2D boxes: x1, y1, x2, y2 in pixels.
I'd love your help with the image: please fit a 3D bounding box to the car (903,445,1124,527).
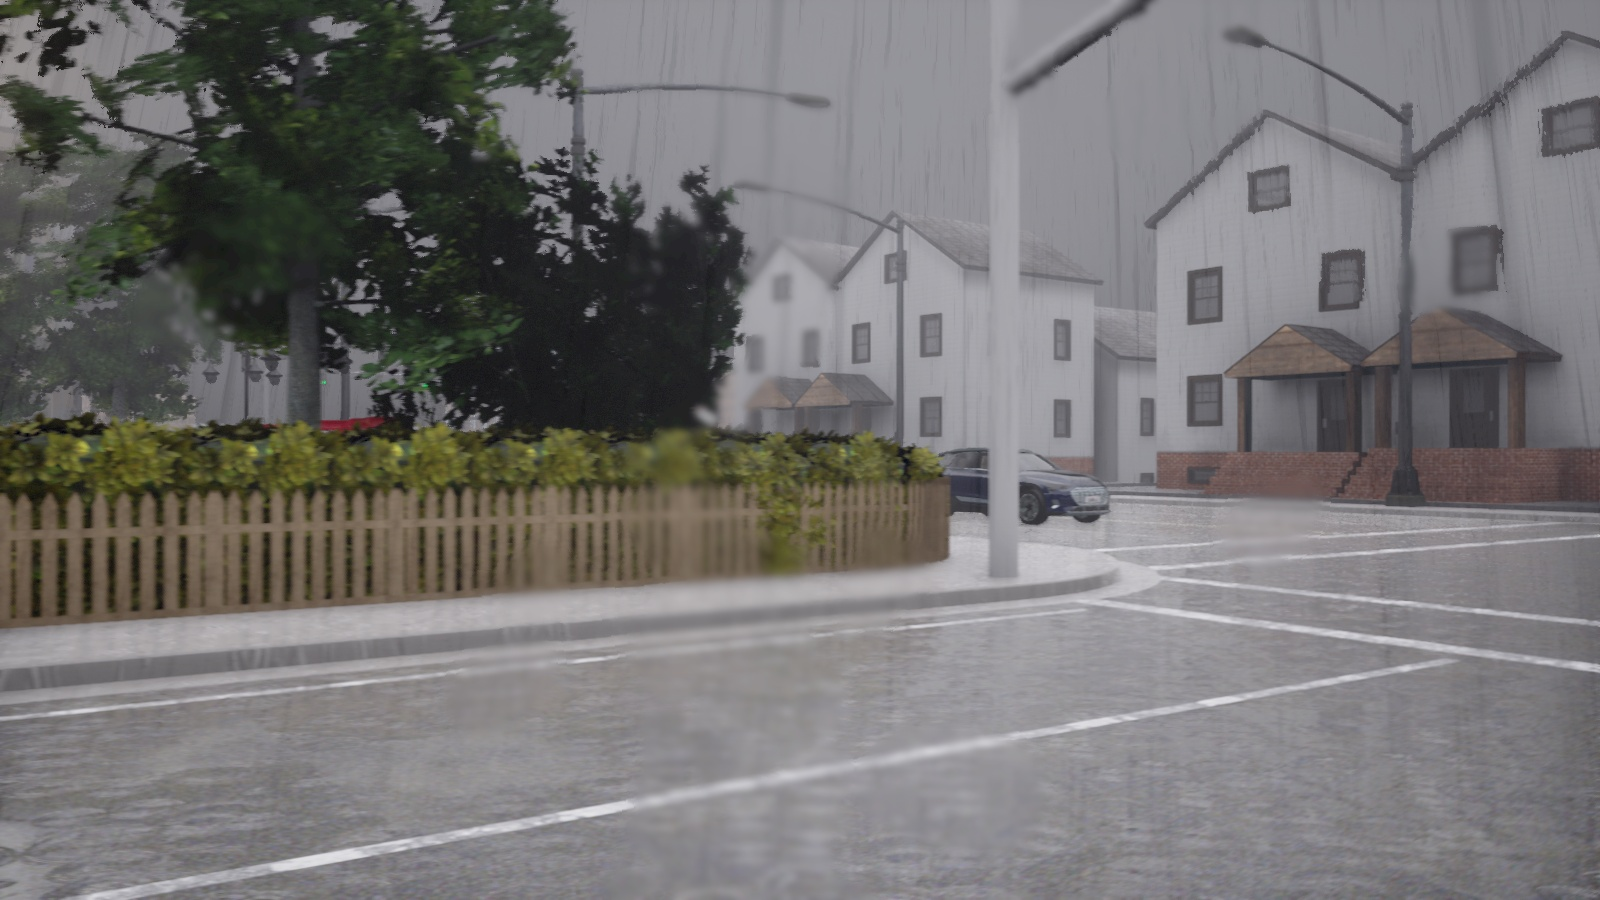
[{"bbox_3d":[4.629,0.734,27.974,2.033,1.649,4.856,0,0,-35],"label":"car"}]
